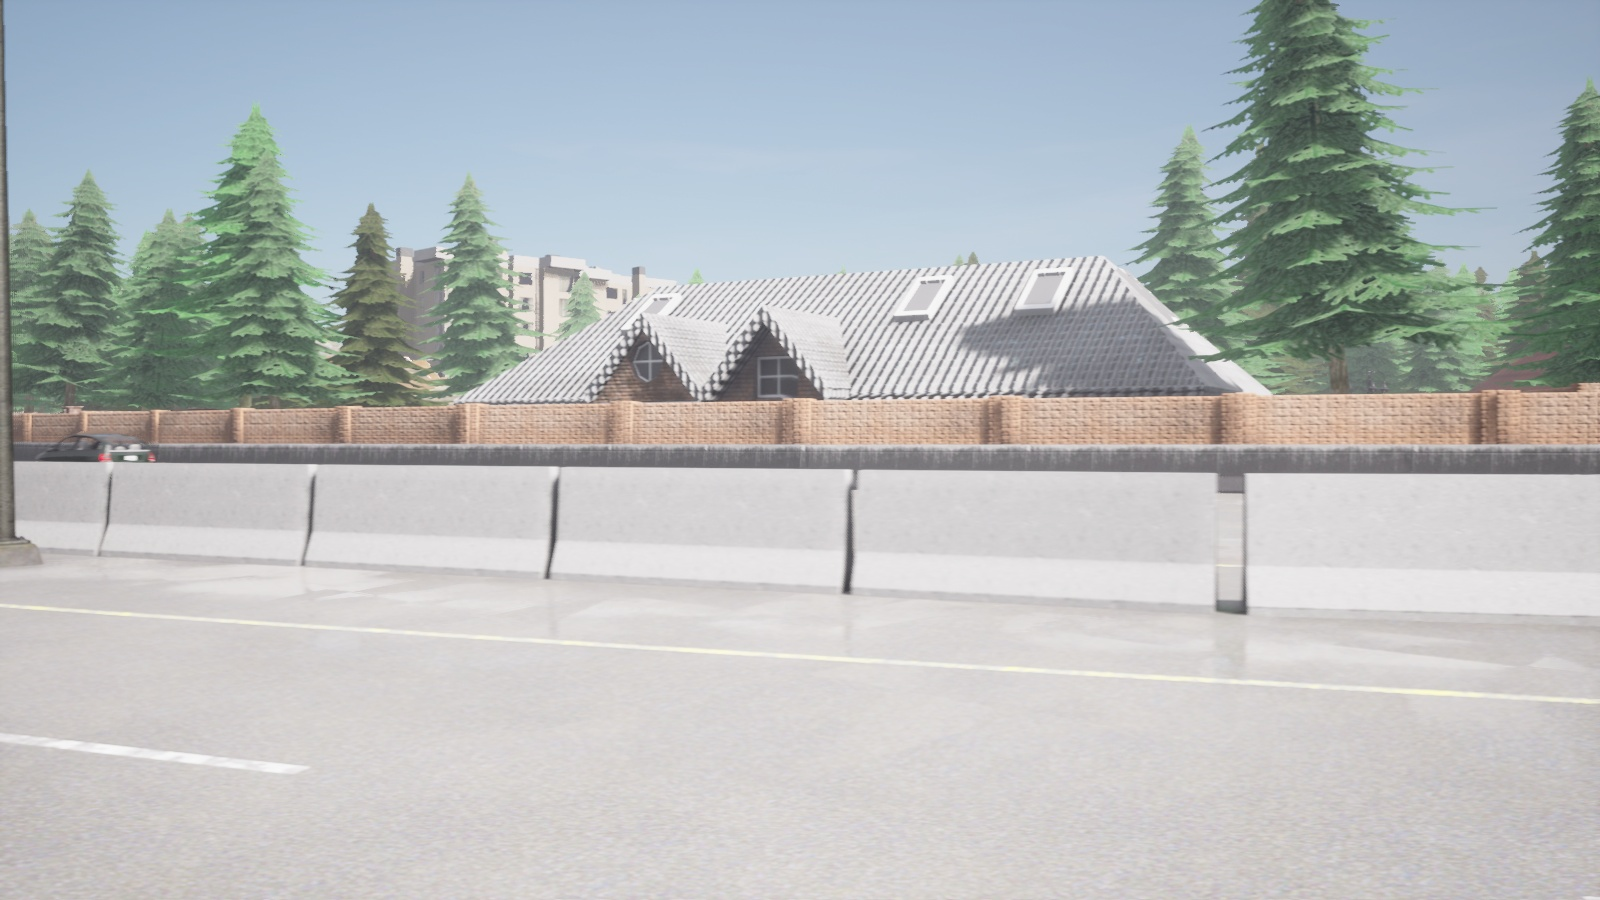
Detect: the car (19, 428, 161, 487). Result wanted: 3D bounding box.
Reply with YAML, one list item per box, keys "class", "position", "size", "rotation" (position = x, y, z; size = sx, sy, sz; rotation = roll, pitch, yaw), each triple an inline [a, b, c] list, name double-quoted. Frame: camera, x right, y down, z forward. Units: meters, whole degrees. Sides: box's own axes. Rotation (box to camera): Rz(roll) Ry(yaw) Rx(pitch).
- class: "car"
  position: [-19.807, 0.176, 35.028]
  size: [3.705, 1.549, 1.789]
  rotation: [0, 1, 30]
